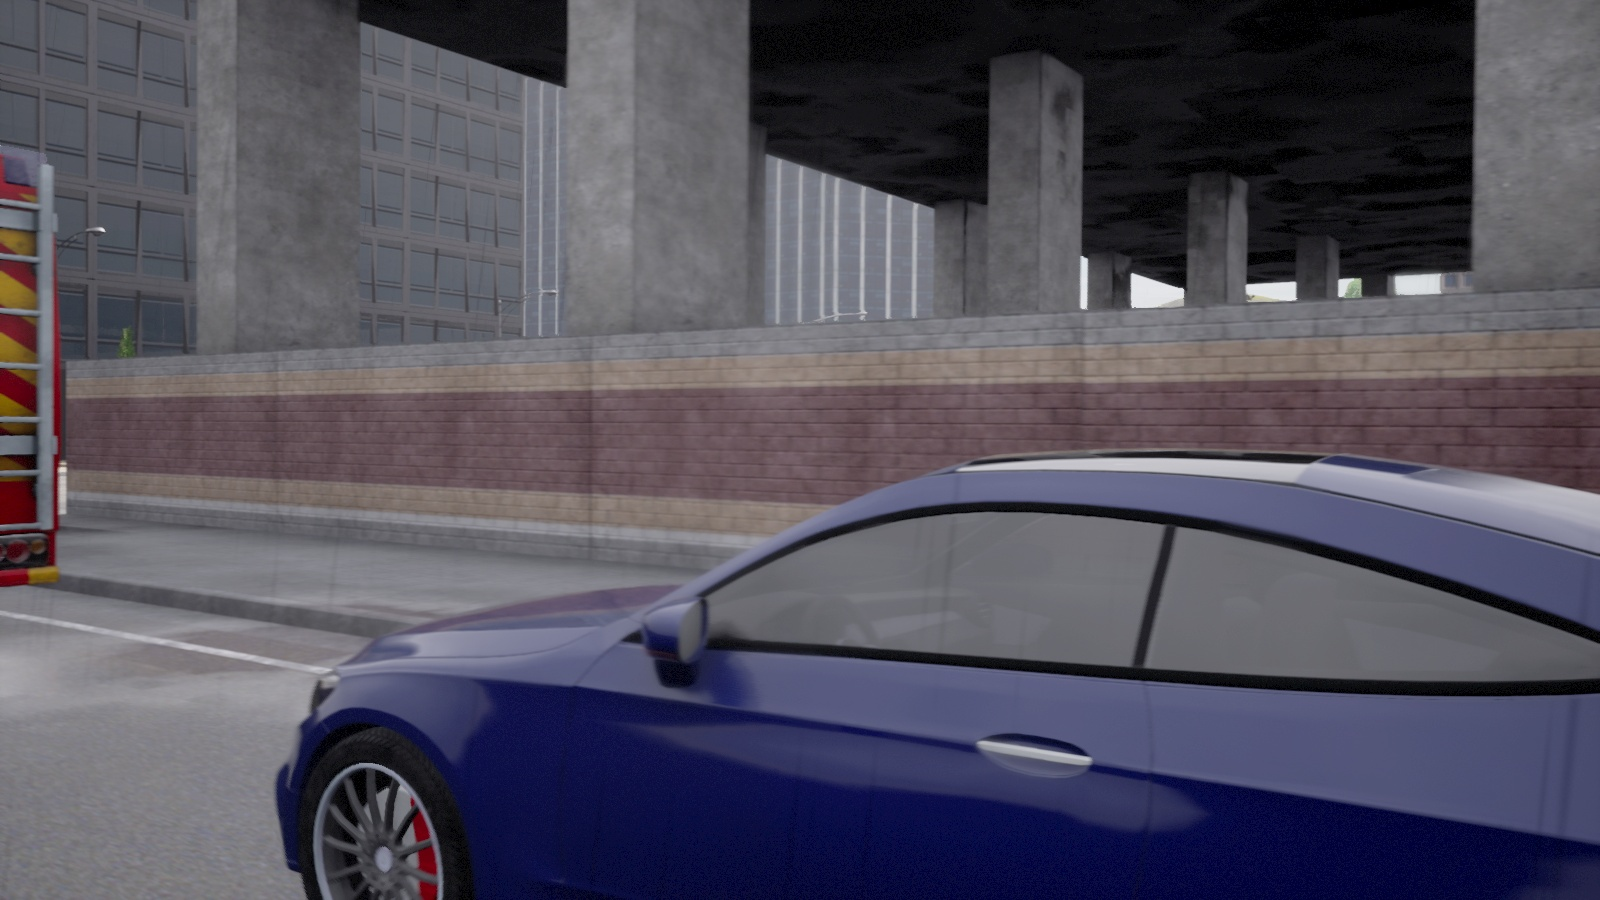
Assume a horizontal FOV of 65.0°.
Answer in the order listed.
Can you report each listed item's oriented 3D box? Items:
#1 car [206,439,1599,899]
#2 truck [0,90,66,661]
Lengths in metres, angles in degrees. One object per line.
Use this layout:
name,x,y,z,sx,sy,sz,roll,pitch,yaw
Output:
car,0.715,0.708,3.149,4.674,1.442,1.812,0,1,34
truck,-9.474,-0.483,9.894,8.468,3.827,2.891,0,1,34
